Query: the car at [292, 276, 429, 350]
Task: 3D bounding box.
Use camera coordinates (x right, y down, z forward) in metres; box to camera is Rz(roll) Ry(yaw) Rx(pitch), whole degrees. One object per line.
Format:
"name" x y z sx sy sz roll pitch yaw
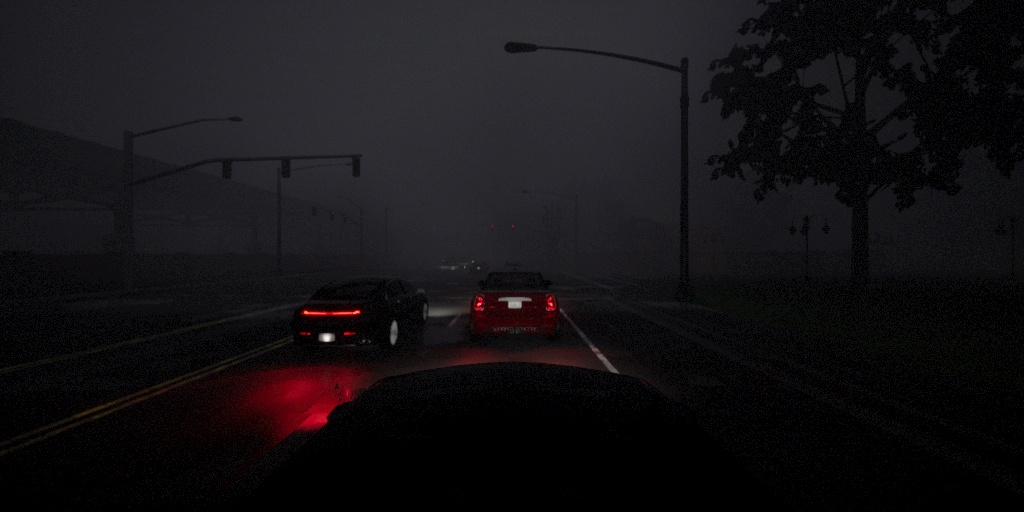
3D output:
"car" -3.421 1.240 8.997 1.837 1.490 4.892 0 0 -1

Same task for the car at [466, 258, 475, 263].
"car" -3.420 1.216 38.822 1.994 1.385 4.181 0 0 0

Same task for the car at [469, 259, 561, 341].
"car" 0.075 1.085 9.988 2.097 1.767 4.553 0 0 0

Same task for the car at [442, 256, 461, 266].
"car" -10.593 0.801 61.057 2.097 1.767 4.553 0 1 0

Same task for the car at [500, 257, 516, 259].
"car" 0.079 1.156 34.629 2.128 1.511 4.902 0 0 0
